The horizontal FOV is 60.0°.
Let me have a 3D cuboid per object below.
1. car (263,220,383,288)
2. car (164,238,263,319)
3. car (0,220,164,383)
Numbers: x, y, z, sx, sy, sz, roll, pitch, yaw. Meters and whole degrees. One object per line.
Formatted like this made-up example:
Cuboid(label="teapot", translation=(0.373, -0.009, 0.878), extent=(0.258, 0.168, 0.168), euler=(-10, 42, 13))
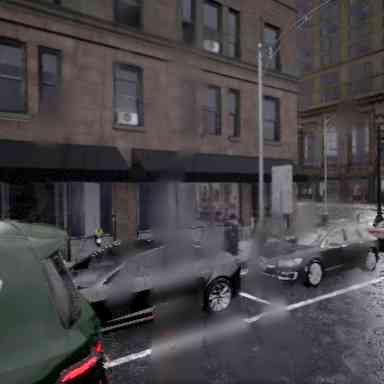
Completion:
Cuboid(label="car", translation=(3.470, 1.550, 9.140), extent=(4.403, 1.369, 2.008), euler=(0, -1, -36))
Cuboid(label="car", translation=(-1.011, 1.566, 5.942), extent=(4.313, 1.339, 1.947), euler=(0, -1, -36))
Cuboid(label="car", translation=(-3.069, 1.222, 1.178), extent=(5.566, 2.045, 2.150), euler=(0, 0, -35))
